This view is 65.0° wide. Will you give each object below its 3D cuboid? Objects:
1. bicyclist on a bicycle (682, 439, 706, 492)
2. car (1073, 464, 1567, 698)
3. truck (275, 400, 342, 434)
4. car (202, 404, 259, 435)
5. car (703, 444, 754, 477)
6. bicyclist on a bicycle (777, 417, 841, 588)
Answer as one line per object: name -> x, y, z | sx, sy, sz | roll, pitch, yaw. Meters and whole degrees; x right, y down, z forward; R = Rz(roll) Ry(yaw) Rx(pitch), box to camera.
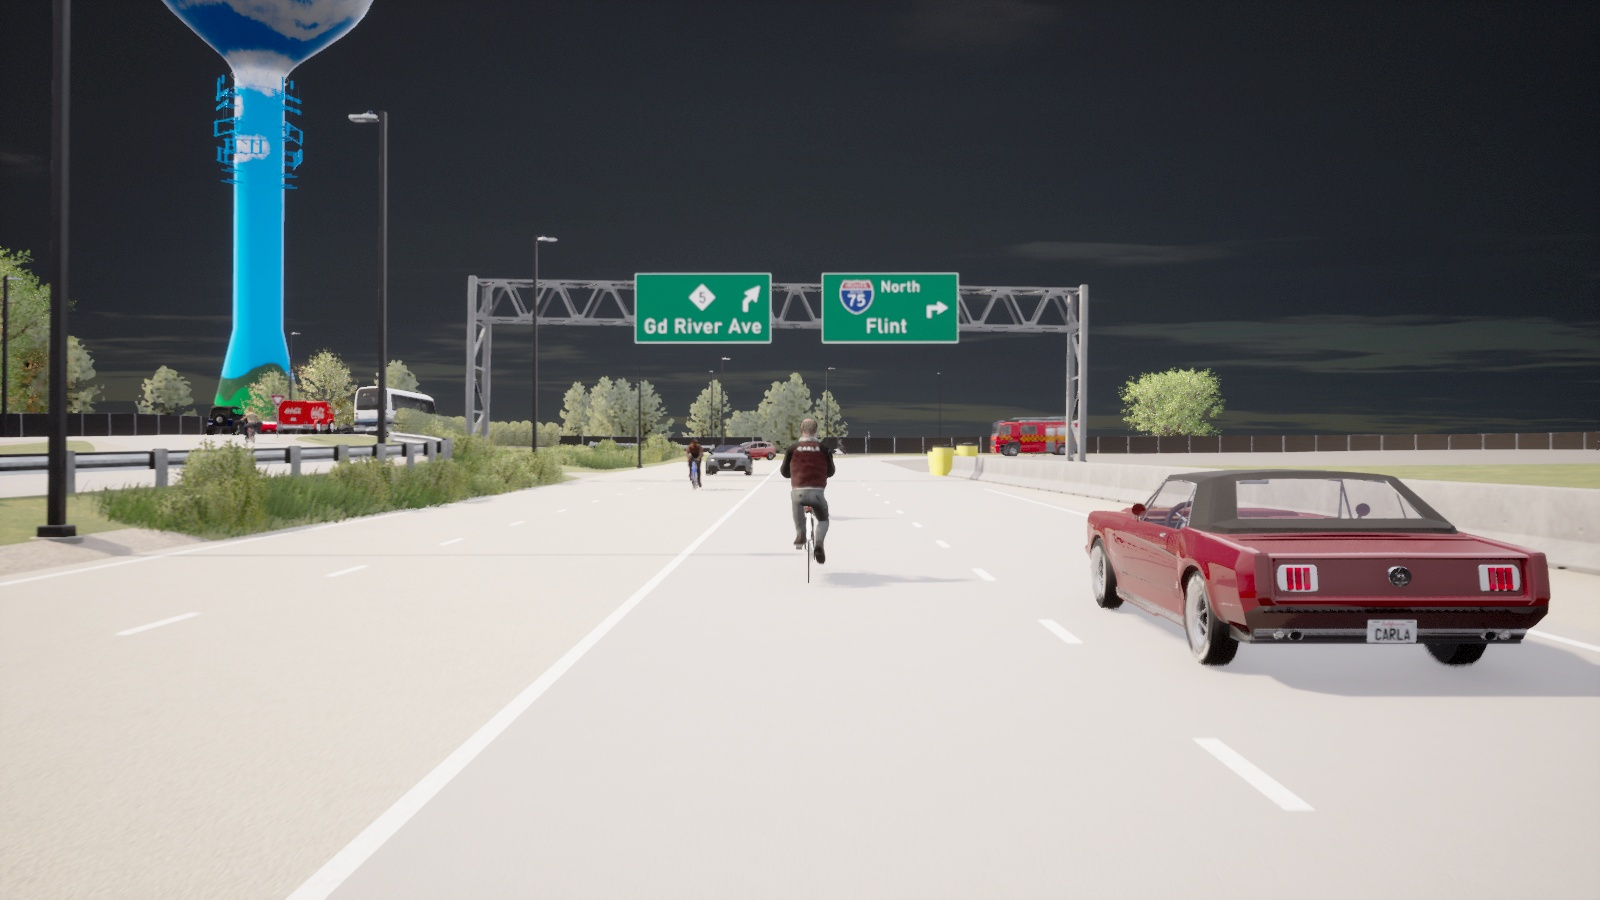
bicyclist on a bicycle -> -3.262, 0.460, 38.686 | 0.582, 1.620, 1.656 | 0, 1, 0
car -> 3.571, 0.796, 9.748 | 1.895, 1.301, 4.718 | 0, 0, 0
truck -> -36.037, -2.419, 92.291 | 2.627, 2.467, 5.204 | 0, 1, 3
car -> -36.088, -1.949, 79.654 | 1.905, 1.878, 3.866 | 0, 1, -1
car -> -3.156, 0.453, 56.321 | 1.994, 1.385, 4.181 | 0, 0, 1
bicyclist on a bicycle -> 0.096, 0.539, 13.971 | 0.659, 1.776, 1.843 | 0, 1, 0
